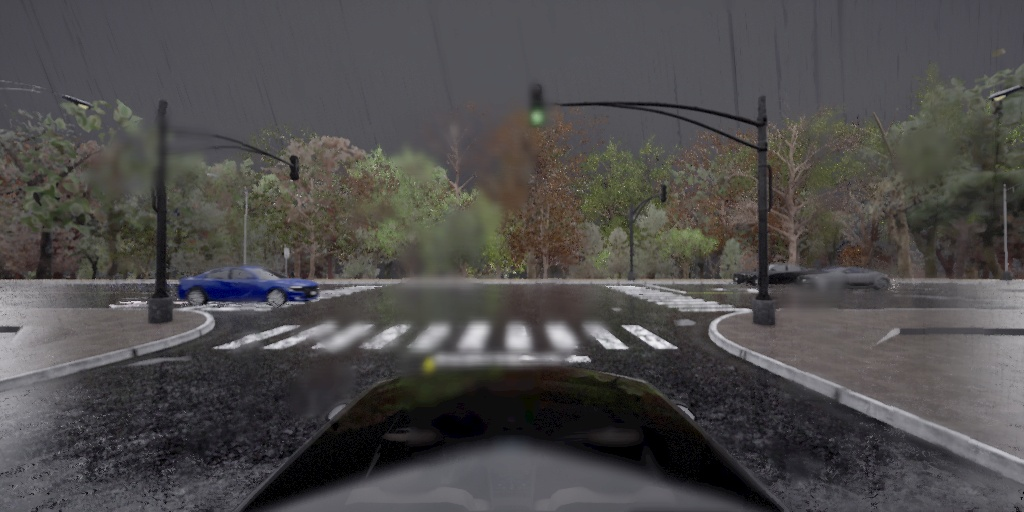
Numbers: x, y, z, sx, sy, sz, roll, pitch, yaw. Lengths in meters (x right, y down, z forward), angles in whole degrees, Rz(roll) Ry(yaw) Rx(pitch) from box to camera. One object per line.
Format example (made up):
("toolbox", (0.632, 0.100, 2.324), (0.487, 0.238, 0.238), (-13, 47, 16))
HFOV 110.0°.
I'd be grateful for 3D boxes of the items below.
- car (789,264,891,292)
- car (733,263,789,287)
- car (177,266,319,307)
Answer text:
("car", (18.872, 1.290, 20.539), (4.181, 1.385, 1.994), (0, -1, 1))
("car", (17.422, 1.243, 23.818), (5.008, 1.535, 1.882), (0, -1, 1))
("car", (-10.488, 1.194, 14.474), (5.008, 1.535, 1.882), (1, -1, 1))
